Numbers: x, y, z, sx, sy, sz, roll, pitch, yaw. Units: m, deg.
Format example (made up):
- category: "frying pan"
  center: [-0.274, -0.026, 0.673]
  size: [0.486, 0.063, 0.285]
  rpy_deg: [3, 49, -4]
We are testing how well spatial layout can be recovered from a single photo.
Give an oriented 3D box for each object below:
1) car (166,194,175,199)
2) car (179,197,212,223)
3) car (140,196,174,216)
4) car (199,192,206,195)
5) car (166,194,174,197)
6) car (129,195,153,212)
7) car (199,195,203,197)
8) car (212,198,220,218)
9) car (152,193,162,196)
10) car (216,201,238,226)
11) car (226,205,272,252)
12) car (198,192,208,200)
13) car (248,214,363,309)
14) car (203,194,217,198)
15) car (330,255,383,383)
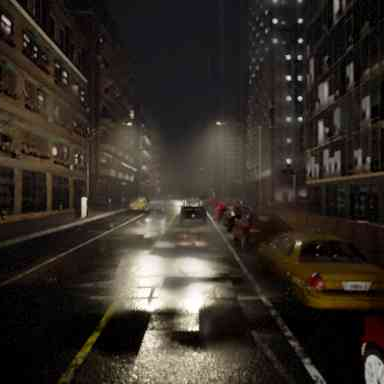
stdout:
- category: "car"
  center: [-5.673, 1.128, 87.430]
  size: [1.947, 1.339, 4.313]
  rpy_deg: [1, 0, 0]
- category: "car"
  center: [0.101, 1.352, 24.216]
  size: [2.128, 1.511, 4.902]
  rpy_deg: [0, 0, 0]
- category: "car"
  center: [-3.098, 1.375, 30.393]
  size: [2.033, 1.411, 5.357]
  rpy_deg: [0, 0, 0]
- category: "car"
  center: [2.676, 1.071, 70.221]
  size: [1.967, 1.590, 4.097]
  rpy_deg: [1, 0, 0]
- category: "car"
  center: [-5.674, 1.165, 81.733]
  size: [1.802, 1.307, 4.206]
  rpy_deg: [1, 0, 0]
- category: "car"
  center: [-5.673, 1.323, 35.984]
  size: [1.752, 1.417, 4.829]
  rpy_deg: [1, 0, 0]
- category: "car"
  center: [0.111, 1.369, 41.758]
  size: [1.895, 1.301, 4.718]
  rpy_deg: [0, 0, 0]
- category: "car"
  center: [2.673, 1.403, 24.637]
  size: [1.887, 1.381, 4.507]
  rpy_deg: [1, 0, 0]
- category: "car"
  center: [-5.672, 1.180, 47.548]
  size: [1.967, 1.590, 4.097]
  rpy_deg: [1, 0, 0]
- category: "car"
  center: [2.673, 1.440, 18.940]
  size: [2.008, 1.369, 4.403]
  rpy_deg: [1, 0, 0]
- category: "car"
  center: [2.672, 1.467, 13.243]
  size: [1.887, 1.381, 4.507]
  rpy_deg: [1, 0, 0]
- category: "car"
  center: [2.678, 0.899, 81.619]
  size: [2.192, 1.841, 5.009]
  rpy_deg: [1, 0, 0]
- category: "car"
  center: [2.673, 1.479, 7.714]
  size: [1.752, 1.417, 4.829]
  rpy_deg: [1, 0, 0]
- category: "car"
  center: [2.673, 1.313, 41.731]
  size: [1.887, 1.381, 4.507]
  rpy_deg: [1, 0, 0]
- category: "car"
  center: [2.673, 1.533, 1.845]
  size: [1.887, 1.381, 4.507]
  rpy_deg: [1, 0, 0]
